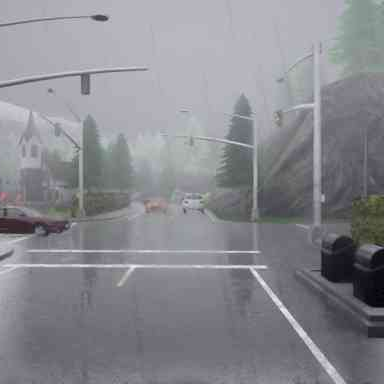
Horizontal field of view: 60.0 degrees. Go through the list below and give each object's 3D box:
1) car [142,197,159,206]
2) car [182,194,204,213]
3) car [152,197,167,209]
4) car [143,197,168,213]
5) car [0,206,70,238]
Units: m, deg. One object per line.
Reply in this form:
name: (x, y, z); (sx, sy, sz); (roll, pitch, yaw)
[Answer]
car: (-6.969, 1.564, 55.778); (1.994, 1.385, 4.181); (0, 0, -19)
car: (0.082, 1.221, 37.356); (2.150, 2.045, 5.566); (0, 0, -3)
car: (-4.592, 1.505, 46.148); (1.837, 1.490, 4.892); (0, 0, -9)
car: (-3.781, 1.352, 36.339); (2.097, 1.767, 4.553); (0, 0, -2)
car: (-8.904, 1.477, 17.273); (5.008, 1.535, 1.882); (0, 0, 5)
